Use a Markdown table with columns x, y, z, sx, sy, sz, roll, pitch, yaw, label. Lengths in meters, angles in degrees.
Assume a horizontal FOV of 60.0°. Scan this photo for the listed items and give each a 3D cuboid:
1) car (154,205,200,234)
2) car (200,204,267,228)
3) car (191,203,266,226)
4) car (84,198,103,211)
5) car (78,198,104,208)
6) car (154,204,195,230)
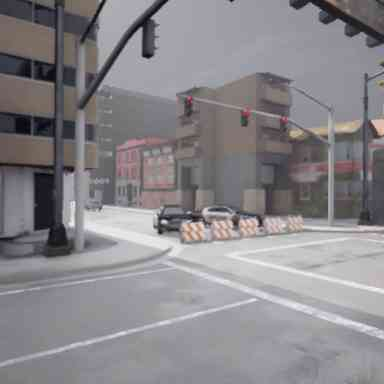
| x | y | z | sx | sy | sz | roll | pitch | yaw | label |
| --- | --- | --- | --- | --- | --- | --- | --- | --- | --- |
| -1.171 | 1.535 | 19.730 | 2.038 | 1.542 | 4.974 | 0 | 0 | -11 | car |
| 2.403 | 1.569 | 21.880 | 4.974 | 1.542 | 2.038 | 0 | 0 | 34 | car |
| 2.362 | 1.411 | 21.910 | 4.536 | 1.218 | 1.853 | 0 | 0 | 34 | car |
| -13.250 | 1.565 | 43.385 | 2.038 | 1.542 | 4.974 | 1 | 0 | -36 | car |
| -13.279 | 1.408 | 43.428 | 1.853 | 1.218 | 4.536 | 1 | 0 | -36 | car |
| -1.180 | 1.378 | 19.781 | 1.853 | 1.218 | 4.536 | 0 | 0 | -11 | car |
